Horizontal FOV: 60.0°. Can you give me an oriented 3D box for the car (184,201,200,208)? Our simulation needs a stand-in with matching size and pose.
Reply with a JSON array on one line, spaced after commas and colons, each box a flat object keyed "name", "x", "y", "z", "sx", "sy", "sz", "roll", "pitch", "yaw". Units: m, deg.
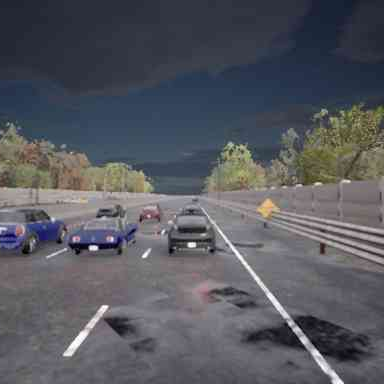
[{"name": "car", "x": -0.005, "y": 1.797, "z": 29.296, "sx": 1.837, "sy": 1.490, "sz": 4.892, "roll": 0, "pitch": 0, "yaw": 0}]

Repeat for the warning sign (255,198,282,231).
[{"name": "warning sign", "x": 4.534, "y": 1.311, "z": 19.785, "sx": 1.300, "sy": 1.860, "sz": 1.060, "roll": -1, "pitch": -1, "yaw": 0}]

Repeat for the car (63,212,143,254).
[{"name": "car", "x": -3.503, "y": 1.740, "z": 14.106, "sx": 1.895, "sy": 1.301, "sz": 4.718, "roll": 0, "pitch": -1, "yaw": 0}]

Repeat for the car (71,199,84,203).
[{"name": "car", "x": -24.525, "y": 2.178, "z": 71.762, "sx": 1.882, "sy": 1.535, "sz": 5.008, "roll": 0, "pitch": -1, "yaw": 0}]

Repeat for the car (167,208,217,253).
[{"name": "car", "x": 0.000, "y": 1.650, "z": 14.299, "sx": 1.837, "sy": 1.490, "sz": 4.892, "roll": 0, "pitch": 0, "yaw": 0}]

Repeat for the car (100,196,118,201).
[{"name": "car", "x": -17.524, "y": 1.925, "z": 71.736, "sx": 2.150, "sy": 2.045, "sz": 5.566, "roll": 0, "pitch": -1, "yaw": 0}]

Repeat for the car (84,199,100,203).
[{"name": "car", "x": -21.024, "y": 2.178, "z": 71.763, "sx": 1.882, "sy": 1.535, "sz": 5.008, "roll": 0, "pitch": -1, "yaw": 0}]

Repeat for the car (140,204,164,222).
[{"name": "car", "x": -3.504, "y": 1.815, "z": 29.381, "sx": 1.812, "sy": 1.442, "sz": 4.674, "roll": 0, "pitch": 0, "yaw": 0}]

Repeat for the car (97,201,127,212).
[{"name": "car", "x": -7.005, "y": 1.796, "z": 29.284, "sx": 1.837, "sy": 1.490, "sz": 4.892, "roll": 0, "pitch": 0, "yaw": 0}]

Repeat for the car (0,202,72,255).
[{"name": "car", "x": -7.002, "y": 1.489, "z": 14.076, "sx": 2.097, "sy": 1.767, "sz": 4.553, "roll": 0, "pitch": -1, "yaw": 0}]
